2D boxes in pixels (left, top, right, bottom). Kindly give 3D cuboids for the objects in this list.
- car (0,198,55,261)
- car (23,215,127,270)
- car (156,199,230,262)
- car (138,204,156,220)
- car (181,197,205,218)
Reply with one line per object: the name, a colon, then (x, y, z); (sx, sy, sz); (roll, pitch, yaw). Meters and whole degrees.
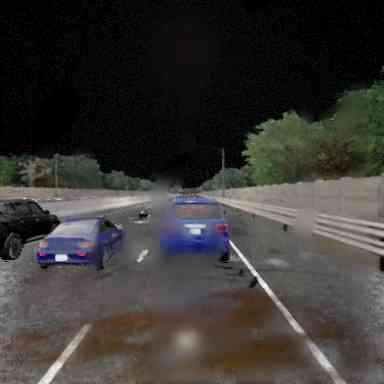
car: (-6.897, 1.247, 12.519); (2.150, 2.045, 5.566); (0, 0, 0)
car: (-3.410, 1.547, 10.966); (1.812, 1.442, 4.674); (0, 0, 0)
car: (0.103, 1.246, 12.338); (2.150, 2.045, 5.566); (0, 0, 0)
car: (-3.394, 1.670, 28.936); (1.895, 1.301, 4.718); (0, 0, 0)
car: (0.107, 1.429, 31.806); (2.097, 1.767, 4.553); (0, 0, 0)
